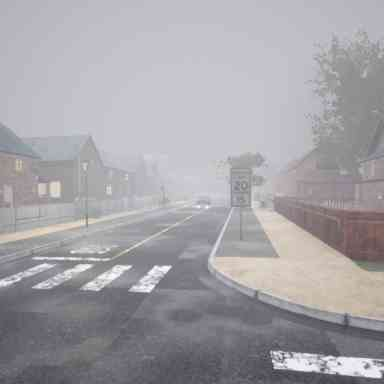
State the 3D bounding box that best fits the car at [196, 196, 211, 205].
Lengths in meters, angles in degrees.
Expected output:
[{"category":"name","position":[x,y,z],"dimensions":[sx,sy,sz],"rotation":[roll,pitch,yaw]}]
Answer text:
[{"category":"car","position":[1.868,1.287,50.794],"dimensions":[1.994,1.385,4.181],"rotation":[-1,0,8]}]
